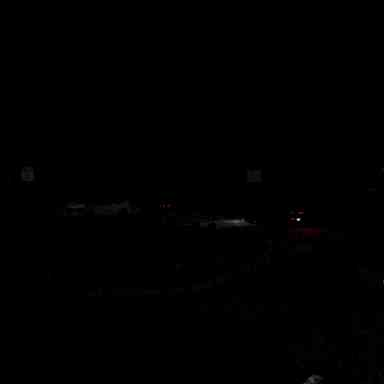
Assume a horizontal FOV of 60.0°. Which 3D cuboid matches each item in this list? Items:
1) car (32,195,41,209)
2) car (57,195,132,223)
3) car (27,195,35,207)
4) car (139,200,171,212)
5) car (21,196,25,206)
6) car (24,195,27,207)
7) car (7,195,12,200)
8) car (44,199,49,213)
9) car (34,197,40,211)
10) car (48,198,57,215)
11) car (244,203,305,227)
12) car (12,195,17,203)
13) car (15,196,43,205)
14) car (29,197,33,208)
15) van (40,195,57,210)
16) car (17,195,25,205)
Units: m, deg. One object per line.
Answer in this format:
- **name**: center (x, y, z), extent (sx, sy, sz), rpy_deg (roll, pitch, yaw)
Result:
- **car**: center (-17.029, 1.515, 41.905), extent (2.185, 1.767, 4.553), rpy_deg (-1, 0, 38)
- **car**: center (-7.381, 1.316, 26.662), extent (2.435, 2.045, 5.566), rpy_deg (0, 1, 38)
- **car**: center (-20.178, 1.541, 47.033), extent (2.185, 1.767, 4.553), rpy_deg (0, 1, 38)
- **car**: center (-4.484, 1.644, 39.938), extent (2.033, 1.411, 5.357), rpy_deg (0, 0, -32)
- **car**: center (-23.381, 1.725, 52.123), extent (2.163, 1.488, 4.792), rpy_deg (-1, 0, 38)
- **car**: center (-21.774, 1.554, 49.574), extent (2.185, 1.767, 4.553), rpy_deg (0, 1, 38)
- **car**: center (-42.587, 1.939, 82.577), extent (2.231, 1.521, 4.892), rpy_deg (-1, 0, 38)
- **car**: center (-12.199, 1.644, 34.303), extent (2.002, 1.452, 4.674), rpy_deg (-1, 0, 38)
- **car**: center (-15.393, 1.628, 39.386), extent (2.097, 1.535, 5.008), rpy_deg (0, 1, 38)
- **car**: center (-10.474, 1.586, 31.914), extent (1.946, 1.575, 5.366), rpy_deg (-1, 0, 38)
- **car**: center (5.648, 1.523, 23.384), extent (1.837, 1.490, 4.892), rpy_deg (1, -1, -29)
- **car**: center (-29.785, 1.512, 62.293), extent (2.435, 2.045, 5.566), rpy_deg (-1, 0, 38)
- **car**: center (-32.998, 1.678, 67.329), extent (2.185, 1.767, 4.553), rpy_deg (-1, 0, 38)
- **car**: center (-18.603, 1.694, 44.468), extent (2.002, 1.452, 4.674), rpy_deg (-1, 0, 38)
- **van**: center (-13.869, 1.392, 36.747), extent (1.878, 1.987, 4.442), rpy_deg (0, 1, 38)
- **car**: center (-24.980, 1.459, 54.663), extent (2.435, 2.045, 5.566), rpy_deg (-1, 0, 38)
